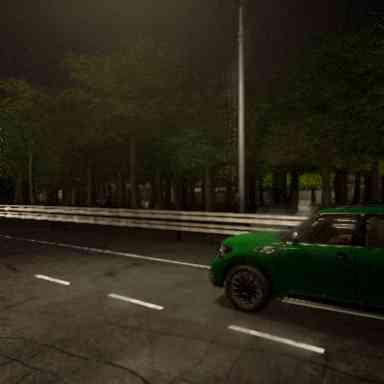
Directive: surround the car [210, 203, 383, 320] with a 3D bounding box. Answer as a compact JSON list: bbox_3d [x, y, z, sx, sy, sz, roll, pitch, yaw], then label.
[{"bbox_3d":[3.039,1.223,5.999,5.566,2.045,2.150,0,0,35],"label":"car"}]
